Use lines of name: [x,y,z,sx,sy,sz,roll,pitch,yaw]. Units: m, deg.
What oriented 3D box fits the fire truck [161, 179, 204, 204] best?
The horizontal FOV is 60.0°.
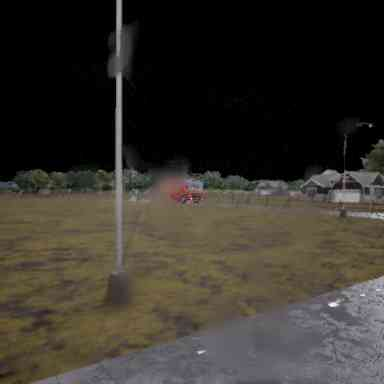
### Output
fire truck: [-1.682,-0.145,53.766,2.891,3.827,8.468,2,-1,-35]
